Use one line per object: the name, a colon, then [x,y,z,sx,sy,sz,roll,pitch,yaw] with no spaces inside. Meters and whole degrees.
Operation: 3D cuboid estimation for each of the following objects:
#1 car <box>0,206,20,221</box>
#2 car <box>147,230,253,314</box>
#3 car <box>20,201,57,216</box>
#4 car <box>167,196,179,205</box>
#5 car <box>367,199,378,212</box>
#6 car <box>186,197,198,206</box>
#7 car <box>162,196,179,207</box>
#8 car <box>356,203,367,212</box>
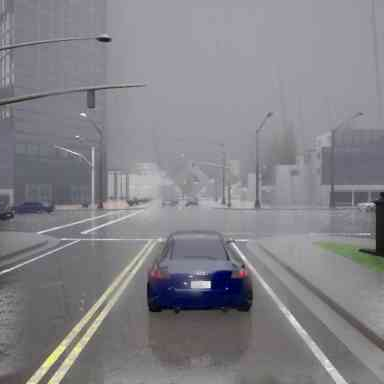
car: [-16.378,1.672,26.147,4.181,1.385,1.994,-1,0,0]
car: [0.093,1.564,7.727,1.994,1.385,4.181,0,0,-2]
car: [-16.048,1.634,33.348,4.674,1.442,1.812,-1,0,0]
car: [-3.500,1.505,61.605,1.837,1.490,4.892,0,0,1]
car: [20.529,1.515,33.608,4.181,1.385,1.994,0,0,0]
car: [0.043,1.547,54.263,2.033,1.411,5.357,0,0,2]
car: [-3.553,1.491,51.205,2.128,1.511,4.902,0,0,0]
car: [20.770,1.477,37.123,4.674,1.442,1.812,0,0,-2]
